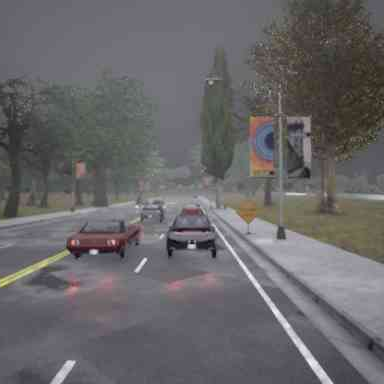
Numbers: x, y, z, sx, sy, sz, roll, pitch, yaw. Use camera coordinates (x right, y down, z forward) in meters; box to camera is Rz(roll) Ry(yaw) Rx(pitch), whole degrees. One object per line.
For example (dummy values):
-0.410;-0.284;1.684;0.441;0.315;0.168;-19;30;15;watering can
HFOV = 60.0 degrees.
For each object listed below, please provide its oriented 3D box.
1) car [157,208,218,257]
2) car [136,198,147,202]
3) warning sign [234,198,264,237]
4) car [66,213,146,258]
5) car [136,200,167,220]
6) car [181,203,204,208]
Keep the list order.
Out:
0.009;1.616;13.516;2.128;1.511;4.902;0;0;0;car
-9.792;1.906;64.953;1.837;1.490;4.892;0;0;0;car
2.825;1.265;16.728;1.300;1.860;1.060;-1;-1;0;warning sign
-3.243;1.722;13.271;1.895;1.301;4.718;0;0;0;car
-3.247;1.733;28.511;2.128;1.511;4.902;0;0;0;car
0.009;1.723;29.268;1.882;1.535;5.008;0;0;0;car
